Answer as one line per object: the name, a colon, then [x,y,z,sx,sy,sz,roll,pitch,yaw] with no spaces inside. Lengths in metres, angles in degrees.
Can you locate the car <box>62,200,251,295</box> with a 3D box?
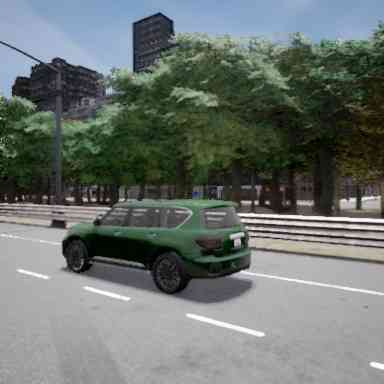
car: [-1.163,1.224,8.998,5.566,2.045,2.150,0,0,36]
